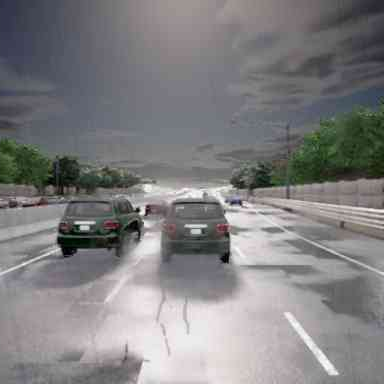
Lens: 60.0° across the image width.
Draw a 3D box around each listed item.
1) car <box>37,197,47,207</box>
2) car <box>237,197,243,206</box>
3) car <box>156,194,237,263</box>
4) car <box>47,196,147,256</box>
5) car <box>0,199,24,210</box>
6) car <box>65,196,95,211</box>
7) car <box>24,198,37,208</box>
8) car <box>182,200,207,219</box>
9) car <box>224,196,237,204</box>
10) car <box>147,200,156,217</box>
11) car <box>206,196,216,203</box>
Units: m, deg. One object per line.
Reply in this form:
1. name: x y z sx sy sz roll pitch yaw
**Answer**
1. car: -17.374 1.555 42.813 2.033 1.411 5.357 0 0 1
2. car: 7.254 1.505 55.195 1.882 1.535 5.008 0 0 2
3. car: 0.124 1.221 12.175 2.150 2.045 5.566 0 0 0
4. car: -3.372 1.220 13.171 2.150 2.045 5.566 0 0 0
5. car: -23.665 1.571 42.134 1.994 1.385 4.181 0 0 -3
6. car: -13.881 1.357 41.534 2.097 1.767 4.553 0 0 1
7. car: -20.848 1.488 44.643 1.882 1.535 5.008 0 1 1
8. car: 0.213 1.491 30.059 2.128 1.511 4.902 0 0 0
9. car: 7.484 1.614 65.882 2.033 1.411 5.357 0 0 1
10. car: -3.276 1.478 31.610 1.882 1.535 5.008 0 0 0
11. car: 4.082 1.612 72.583 2.033 1.411 5.357 0 0 1
